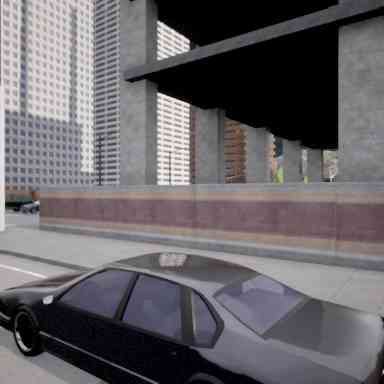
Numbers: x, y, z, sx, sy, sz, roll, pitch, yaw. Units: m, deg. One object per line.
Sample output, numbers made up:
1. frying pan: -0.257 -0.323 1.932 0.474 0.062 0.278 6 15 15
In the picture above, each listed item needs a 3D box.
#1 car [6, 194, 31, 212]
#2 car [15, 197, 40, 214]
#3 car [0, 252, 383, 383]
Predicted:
1. car: -19.885 1.208 35.634 2.150 2.045 5.566 0 0 36
2. car: -15.744 1.514 35.357 1.812 1.442 4.674 0 0 36
3. car: -0.417 1.546 4.288 5.357 1.411 2.033 0 0 35
